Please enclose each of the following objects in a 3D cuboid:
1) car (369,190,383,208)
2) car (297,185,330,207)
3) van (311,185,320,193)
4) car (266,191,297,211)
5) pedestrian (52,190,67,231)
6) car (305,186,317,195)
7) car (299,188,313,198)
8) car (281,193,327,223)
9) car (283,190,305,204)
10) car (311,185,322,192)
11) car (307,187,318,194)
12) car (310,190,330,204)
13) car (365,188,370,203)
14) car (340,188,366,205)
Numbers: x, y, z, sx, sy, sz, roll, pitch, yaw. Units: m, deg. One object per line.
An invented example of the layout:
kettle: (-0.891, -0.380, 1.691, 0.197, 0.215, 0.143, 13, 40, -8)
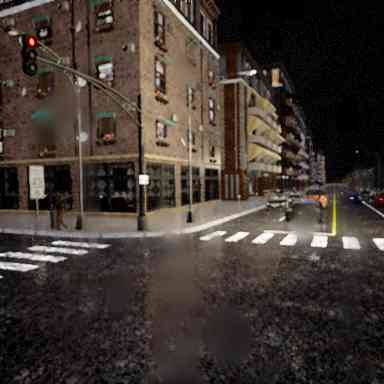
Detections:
car: (17.214, 0.691, 29.587, 1.802, 1.307, 4.206, -1, 1, 23)
car: (10.747, 0.544, 29.125, 2.097, 1.767, 4.553, 0, 1, 23)
van: (29.701, -0.792, 79.980, 1.690, 1.788, 3.998, -1, 1, 23)
car: (7.263, 0.816, 27.643, 2.008, 1.369, 4.403, -1, 1, 23)
pedestrian: (-5.830, 0.782, 14.692, 0.375, 1.860, 0.375, 0, 2, 23)
car: (22.969, -0.282, 64.279, 1.967, 1.590, 4.097, -1, 1, 23)
car: (18.417, 0.086, 53.657, 1.752, 1.417, 4.829, -1, 1, 23)
car: (6.871, 1.003, 20.134, 1.994, 1.385, 4.181, 0, 1, 23)
car: (11.752, 0.531, 38.112, 2.008, 1.369, 4.403, -1, 1, 23)
car: (31.944, -0.954, 85.212, 2.192, 1.841, 5.009, -1, 1, 23)
car: (25.149, -0.330, 69.359, 1.752, 1.417, 4.829, -1, 1, 23)
car: (14.760, 0.506, 38.286, 1.994, 1.385, 4.181, 0, 1, 23)
car: (19.458, 0.517, 34.820, 2.008, 1.369, 4.403, -1, 1, 23)
car: (16.701, 0.558, 34.947, 1.994, 1.385, 4.181, 0, 1, 23)
